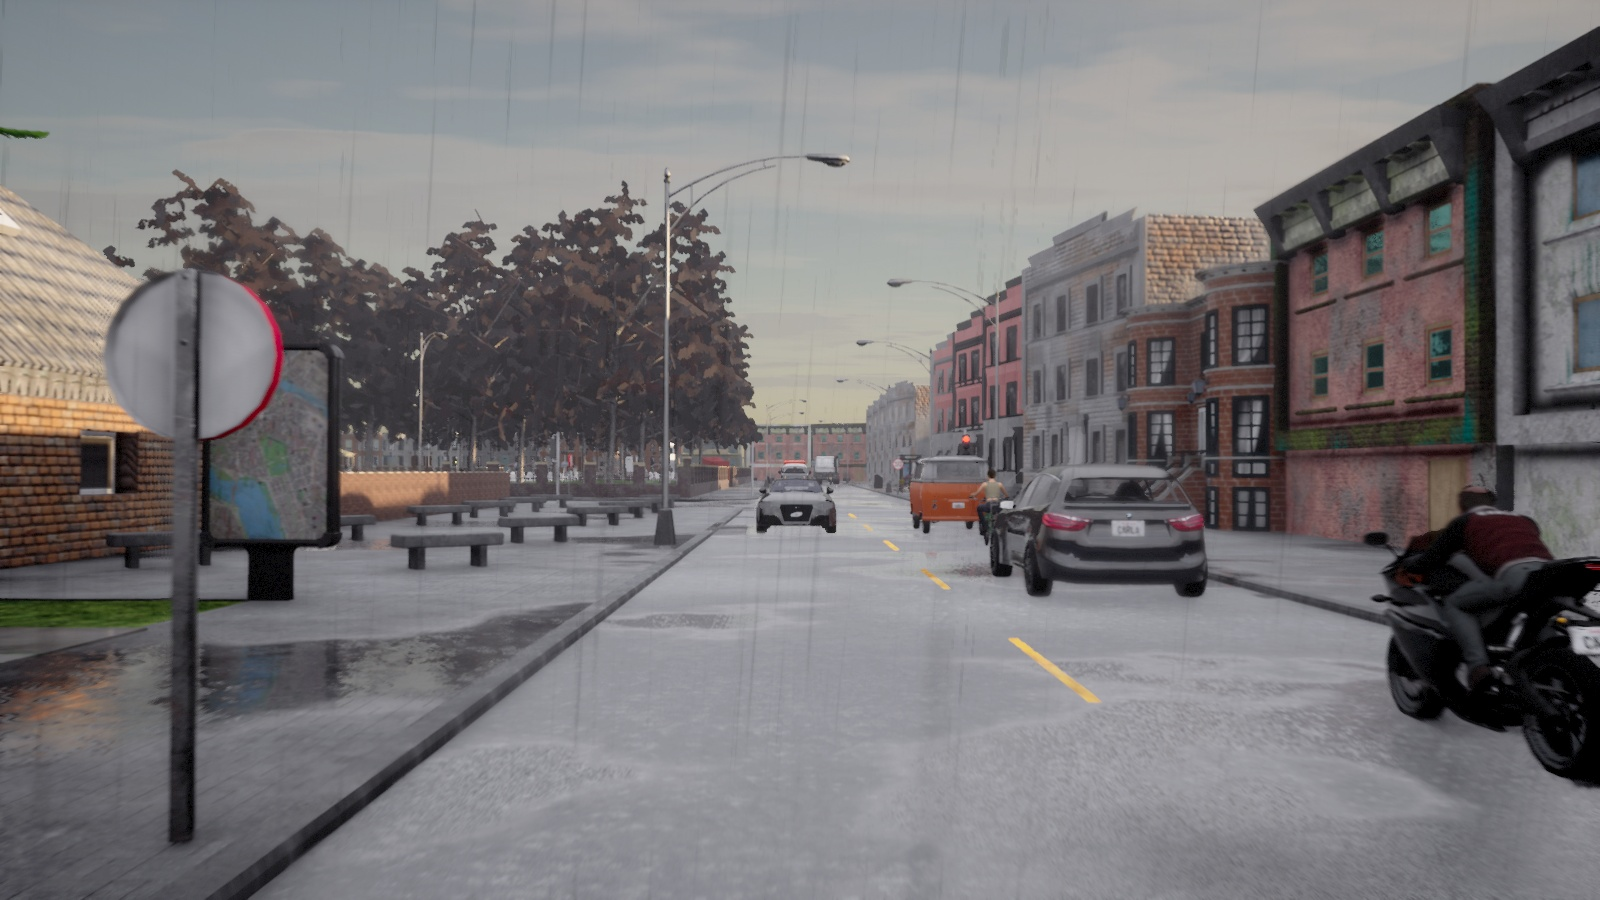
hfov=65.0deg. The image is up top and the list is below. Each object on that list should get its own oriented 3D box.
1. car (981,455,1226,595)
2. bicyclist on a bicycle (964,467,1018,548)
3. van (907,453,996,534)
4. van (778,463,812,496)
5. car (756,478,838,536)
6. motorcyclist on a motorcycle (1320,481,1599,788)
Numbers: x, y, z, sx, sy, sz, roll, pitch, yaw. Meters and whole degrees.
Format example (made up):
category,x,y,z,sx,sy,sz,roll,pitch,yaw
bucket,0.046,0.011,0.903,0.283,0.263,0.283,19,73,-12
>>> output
category,x,y,z,sx,sy,sz,roll,pitch,yaw
car,3.955,0.933,17.292,2.242,1.667,4.611,0,-1,0
bicyclist on a bicycle,3.938,1.172,25.975,0.866,1.612,1.509,0,-1,-1
van,3.913,1.108,33.123,1.775,1.987,4.442,0,-1,0
van,-0.307,1.895,80.740,2.069,2.038,4.480,0,-1,0
car,-0.083,1.425,32.530,1.994,1.385,4.181,0,-1,0
motorcyclist on a motorcycle,3.982,0.959,7.442,0.866,1.530,2.191,0,-1,0
